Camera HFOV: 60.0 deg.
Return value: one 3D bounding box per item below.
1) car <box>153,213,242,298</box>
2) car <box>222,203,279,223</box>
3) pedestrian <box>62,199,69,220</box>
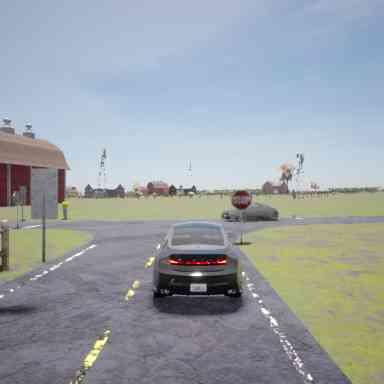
[{"bbox_3d":[0.118,1.506,8.520,1.837,1.490,4.892,0,0,0],"label":"car"},{"bbox_3d":[4.255,1.478,24.570,4.181,1.385,1.994,-1,-1,-19],"label":"car"},{"bbox_3d":[-11.139,1.491,29.265,0.375,1.860,0.375,0,0,4],"label":"pedestrian"}]
